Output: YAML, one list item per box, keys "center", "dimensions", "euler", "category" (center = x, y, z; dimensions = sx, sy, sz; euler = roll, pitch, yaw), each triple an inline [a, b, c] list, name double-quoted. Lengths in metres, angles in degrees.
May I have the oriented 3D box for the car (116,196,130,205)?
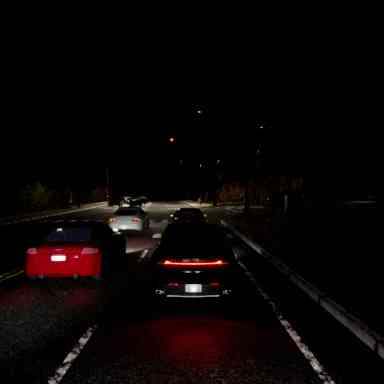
- center: [-13.068, 1.620, 63.525]
  dimensions: [2.128, 1.511, 4.902]
  euler: [0, 0, -5]
  category: "car"

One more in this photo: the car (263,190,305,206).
- center: [10.497, 0.643, 38.305]
  dimensions: [4.553, 1.767, 2.097]
  euler: [-3, 0, -2]
  category: "car"

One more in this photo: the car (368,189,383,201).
- center: [23.029, 0.245, 38.868]
  dimensions: [4.674, 1.442, 1.812]
  euler: [-3, 0, -3]
  category: "car"

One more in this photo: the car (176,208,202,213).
- center: [-0.180, 1.561, 17.899]
  dimensions: [2.033, 1.411, 5.357]
  euler: [0, 0, -2]
  category: "car"

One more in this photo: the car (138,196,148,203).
- center: [-11.069, 1.703, 75.420]
  dimensions: [2.128, 1.511, 4.902]
  euler: [0, 0, -7]
  category: "car"

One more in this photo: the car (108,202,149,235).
- center: [-3.479, 1.540, 18.768]
  dimensions: [1.812, 1.442, 4.674]
  euler: [0, 0, -3]
  category: "car"

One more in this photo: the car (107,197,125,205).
- center: [-12.129, 1.615, 52.938]
  dimensions: [1.812, 1.442, 4.674]
  euler: [0, 0, -5]
  category: "car"

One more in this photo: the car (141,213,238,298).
- center: [0.013, 1.509, 8.491]
  dimensions: [1.837, 1.490, 4.892]
  euler: [0, 0, 0]
  category: "car"

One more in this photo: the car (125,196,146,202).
- center: [-8.813, 1.578, 52.273]
  dimensions: [2.128, 1.511, 4.902]
  euler: [0, 0, -5]
  category: "car"

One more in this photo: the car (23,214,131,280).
- center: [-3.259, 1.570, 10.023]
  dimensions: [1.994, 1.385, 4.181]
  euler: [0, 0, -1]
  category: "car"

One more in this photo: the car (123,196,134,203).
- center: [-14.330, 1.730, 75.322]
  dimensions: [1.994, 1.385, 4.181]
  euler: [0, 0, -7]
  category: "car"
